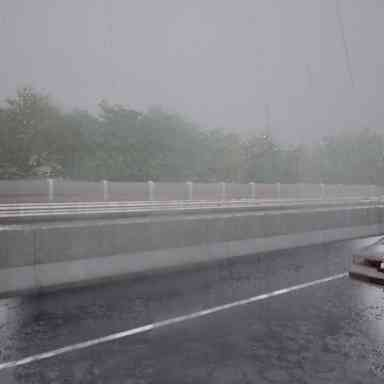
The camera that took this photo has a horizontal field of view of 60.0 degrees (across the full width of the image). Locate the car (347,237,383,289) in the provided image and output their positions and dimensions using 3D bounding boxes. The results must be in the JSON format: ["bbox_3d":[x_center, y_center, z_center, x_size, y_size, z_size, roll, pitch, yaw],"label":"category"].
[{"bbox_3d":[5.955,1.515,8.054,5.357,1.411,2.033,0,0,-35],"label":"car"}]
